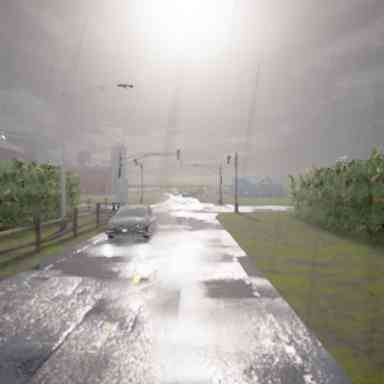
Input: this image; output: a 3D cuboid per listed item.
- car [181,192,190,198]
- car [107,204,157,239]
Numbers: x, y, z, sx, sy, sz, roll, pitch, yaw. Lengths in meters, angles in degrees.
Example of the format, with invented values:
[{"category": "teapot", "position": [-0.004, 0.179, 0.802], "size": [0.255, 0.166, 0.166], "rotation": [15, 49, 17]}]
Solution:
[{"category": "car", "position": [-1.621, 0.977, 93.432], "size": [1.895, 1.301, 4.718], "rotation": [0, 0, -3]}, {"category": "car", "position": [-2.828, 1.382, 16.474], "size": [1.837, 1.490, 4.892], "rotation": [0, 0, 0]}]
